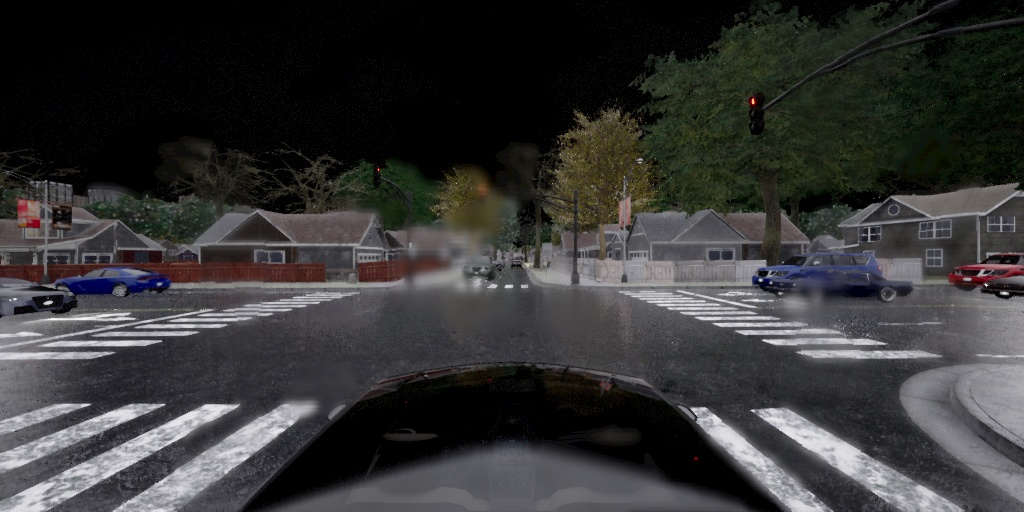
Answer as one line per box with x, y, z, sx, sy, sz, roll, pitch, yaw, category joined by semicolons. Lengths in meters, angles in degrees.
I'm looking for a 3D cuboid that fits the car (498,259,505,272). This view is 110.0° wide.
-2.321;1.326;48.192;2.033;1.411;5.357;0;0;1;car

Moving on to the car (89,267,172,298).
-20.861;1.340;18.812;5.008;1.535;1.882;0;0;2;car

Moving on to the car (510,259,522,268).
0.741;1.299;61.404;1.837;1.490;4.892;0;0;1;car

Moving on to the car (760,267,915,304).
13.555;1.260;15.059;4.718;1.301;1.895;0;0;1;car

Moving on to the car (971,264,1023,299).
23.205;1.153;14.903;5.357;1.411;2.033;0;0;1;car

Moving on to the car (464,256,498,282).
-2.606;0.984;29.904;2.150;2.045;5.566;0;0;1;car

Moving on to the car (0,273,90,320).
-17.591;1.410;12.124;4.181;1.385;1.994;0;0;1;car

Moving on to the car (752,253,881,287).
15.485;0.868;18.291;5.566;2.045;2.150;0;0;1;car

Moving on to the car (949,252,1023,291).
25.851;0.811;18.107;5.566;2.045;2.150;0;0;1;car

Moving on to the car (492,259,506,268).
-2.141;1.286;61.798;2.128;1.511;4.902;0;0;1;car
